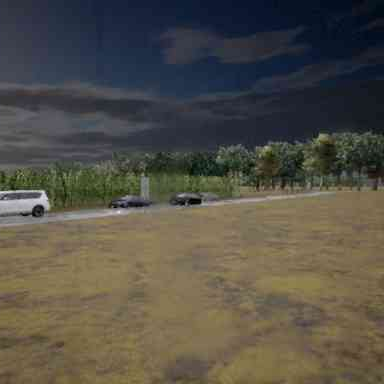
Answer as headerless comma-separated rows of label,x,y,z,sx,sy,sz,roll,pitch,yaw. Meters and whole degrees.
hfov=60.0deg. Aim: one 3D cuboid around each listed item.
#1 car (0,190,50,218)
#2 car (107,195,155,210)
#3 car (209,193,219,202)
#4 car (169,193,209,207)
car,-13.247,0.922,24.309,2.150,2.045,5.566,0,1,35
car,-6.152,1.018,34.370,2.033,1.411,5.357,0,1,35
car,1.956,0.771,45.830,1.994,1.385,4.181,0,1,36
car,-0.482,0.848,37.302,1.882,1.535,5.008,0,1,35
